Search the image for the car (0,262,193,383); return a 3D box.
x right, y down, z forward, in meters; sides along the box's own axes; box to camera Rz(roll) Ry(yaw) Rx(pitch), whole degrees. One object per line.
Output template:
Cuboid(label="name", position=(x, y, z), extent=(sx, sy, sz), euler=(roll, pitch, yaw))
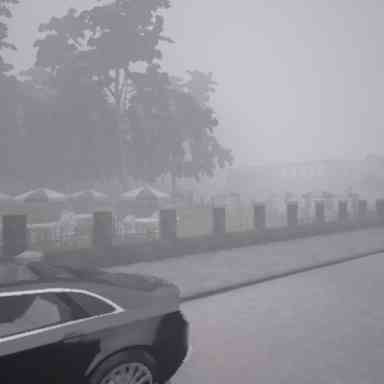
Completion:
Cuboid(label="car", position=(-2.292, 1.525, 3.051), extent=(4.902, 1.511, 2.128), euler=(0, 0, -36))
